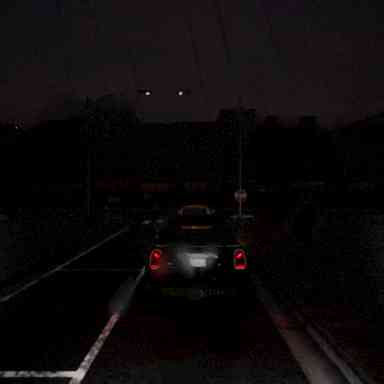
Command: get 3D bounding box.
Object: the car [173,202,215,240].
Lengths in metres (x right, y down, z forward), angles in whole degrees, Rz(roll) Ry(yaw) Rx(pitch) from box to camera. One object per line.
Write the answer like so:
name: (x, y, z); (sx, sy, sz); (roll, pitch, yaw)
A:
car: (0.185, 1.402, 17.585); (1.882, 1.535, 5.008); (0, 0, 2)

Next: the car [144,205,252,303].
car: (0.114, 1.316, 8.265); (2.097, 1.767, 4.553); (0, 0, 0)
